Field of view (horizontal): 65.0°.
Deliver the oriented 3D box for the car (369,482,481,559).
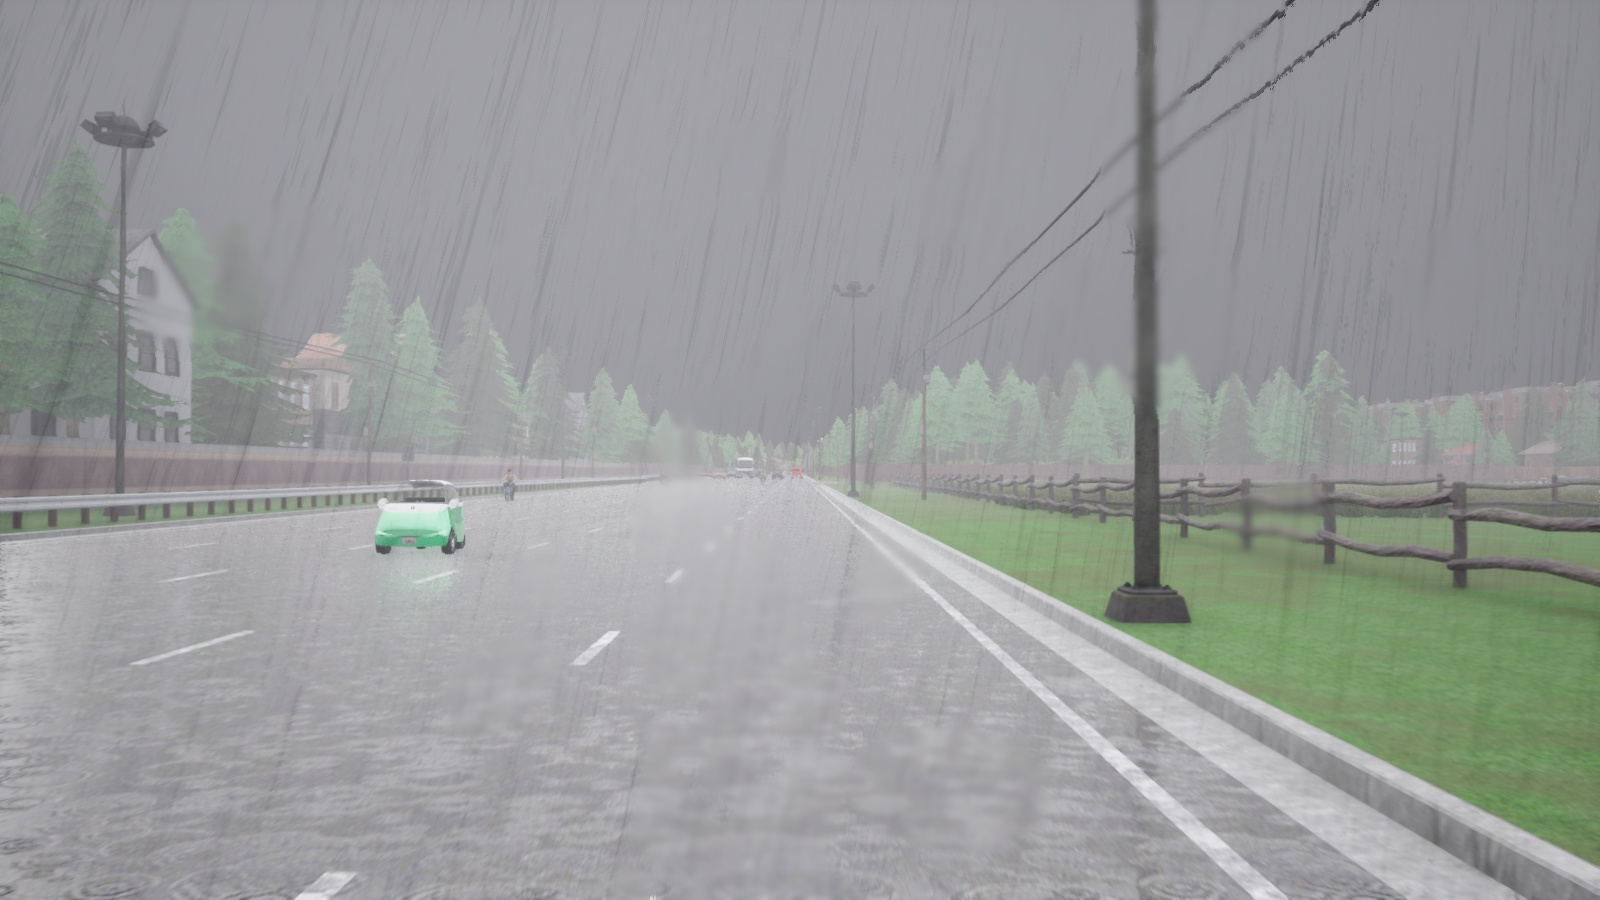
[{"bbox_3d":[-7.057,1.296,23.799,1.481,1.376,2.207,0,-1,0],"label":"car"}]
